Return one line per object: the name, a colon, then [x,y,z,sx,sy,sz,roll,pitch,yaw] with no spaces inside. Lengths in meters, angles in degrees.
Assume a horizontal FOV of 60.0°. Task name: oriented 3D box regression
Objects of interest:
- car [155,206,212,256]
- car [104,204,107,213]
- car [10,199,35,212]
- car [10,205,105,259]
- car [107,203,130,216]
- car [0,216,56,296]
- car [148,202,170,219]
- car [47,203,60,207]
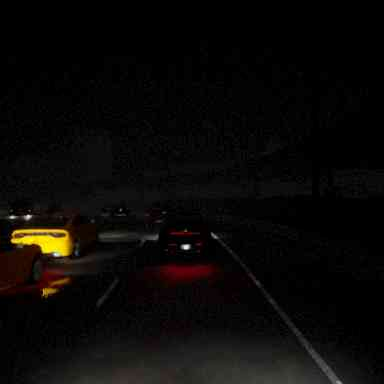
car: [-0.335,1.508,13.074,1.837,1.490,4.892,0,0,-3]
car: [-11.675,2.366,47.404,1.895,1.301,4.718,0,-3,-23]
car: [-20.335,1.797,40.079,2.150,2.045,5.566,0,-3,-20]
car: [-4.860,1.498,12.577,1.882,1.535,5.008,0,0,-3]
car: [-7.942,1.902,36.530,1.994,1.385,4.181,0,-2,-16]
car: [-4.667,1.498,6.554,1.882,1.535,5.008,0,0,-1]
car: [-3.018,1.674,31.403,2.128,1.511,4.902,0,-1,-13]
car: [-17.896,2.209,43.481,1.812,1.442,4.674,0,-3,-22]
